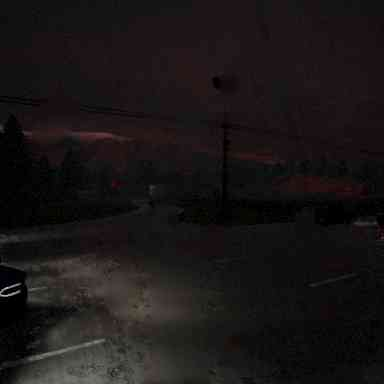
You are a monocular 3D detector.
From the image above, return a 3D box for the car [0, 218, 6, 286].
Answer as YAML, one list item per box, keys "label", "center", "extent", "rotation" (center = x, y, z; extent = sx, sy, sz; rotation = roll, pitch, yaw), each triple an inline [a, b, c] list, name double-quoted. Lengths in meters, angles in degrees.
- label: "car"
  center: [-7.054, 1.471, 7.313]
  extent: [5.008, 1.535, 1.882]
  rotation: [0, 0, -35]

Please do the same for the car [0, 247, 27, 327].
- label: "car"
  center: [-4.997, 1.471, 4.481]
  extent: [5.008, 1.535, 1.882]
  rotation: [0, 0, -36]

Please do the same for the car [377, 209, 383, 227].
- label: "car"
  center: [14.528, 1.609, 22.703]
  extent: [4.892, 1.490, 1.837]
  rotation: [0, 0, -36]

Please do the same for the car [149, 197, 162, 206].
- label: "car"
  center: [-6.137, 1.627, 55.800]
  extent: [1.837, 1.490, 4.892]
  rotation: [0, 0, -12]

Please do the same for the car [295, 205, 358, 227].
- label: "car"
  center: [9.521, 1.638, 23.432]
  extent: [5.357, 1.411, 2.033]
  rotation: [0, 0, -35]
